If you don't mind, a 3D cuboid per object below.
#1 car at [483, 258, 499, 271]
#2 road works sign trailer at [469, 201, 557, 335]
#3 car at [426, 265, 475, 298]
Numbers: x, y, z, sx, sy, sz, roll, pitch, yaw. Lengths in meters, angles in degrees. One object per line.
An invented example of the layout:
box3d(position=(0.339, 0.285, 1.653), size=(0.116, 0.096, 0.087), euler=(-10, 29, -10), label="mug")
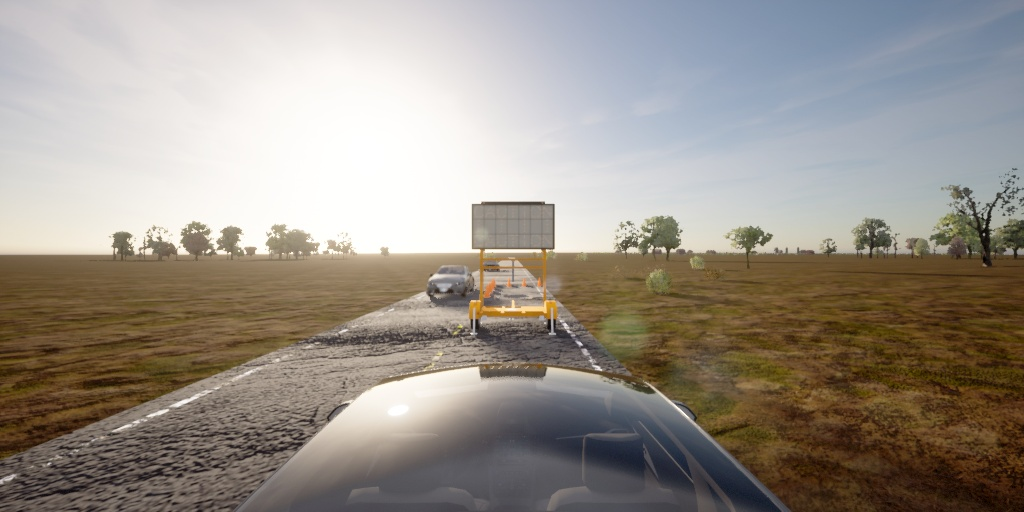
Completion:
box3d(position=(-2.834, 1.101, 47.519), size=(2.097, 1.767, 4.553), euler=(0, 0, 0), label="car")
box3d(position=(0.034, 0.214, 10.505), size=(2.380, 3.560, 2.880), euler=(0, 0, 0), label="road works sign trailer")
box3d(position=(-3.037, 1.241, 18.472), size=(2.128, 1.511, 4.902), euler=(0, 0, 0), label="car")
